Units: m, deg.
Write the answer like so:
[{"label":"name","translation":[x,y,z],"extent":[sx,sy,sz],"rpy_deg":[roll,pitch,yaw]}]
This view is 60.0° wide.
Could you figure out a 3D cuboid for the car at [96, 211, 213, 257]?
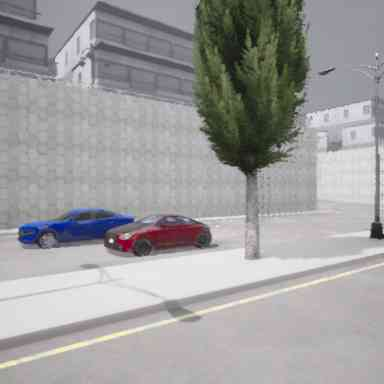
[{"label":"car","translation":[-1.228,1.545,12.941],"extent":[4.181,1.385,1.994],"rpy_deg":[0,0,-35]}]

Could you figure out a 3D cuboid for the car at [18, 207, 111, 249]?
[{"label":"car","translation":[-4.862,1.464,14.649],"extent":[5.008,1.535,1.882],"rpy_deg":[0,0,-35]}]
